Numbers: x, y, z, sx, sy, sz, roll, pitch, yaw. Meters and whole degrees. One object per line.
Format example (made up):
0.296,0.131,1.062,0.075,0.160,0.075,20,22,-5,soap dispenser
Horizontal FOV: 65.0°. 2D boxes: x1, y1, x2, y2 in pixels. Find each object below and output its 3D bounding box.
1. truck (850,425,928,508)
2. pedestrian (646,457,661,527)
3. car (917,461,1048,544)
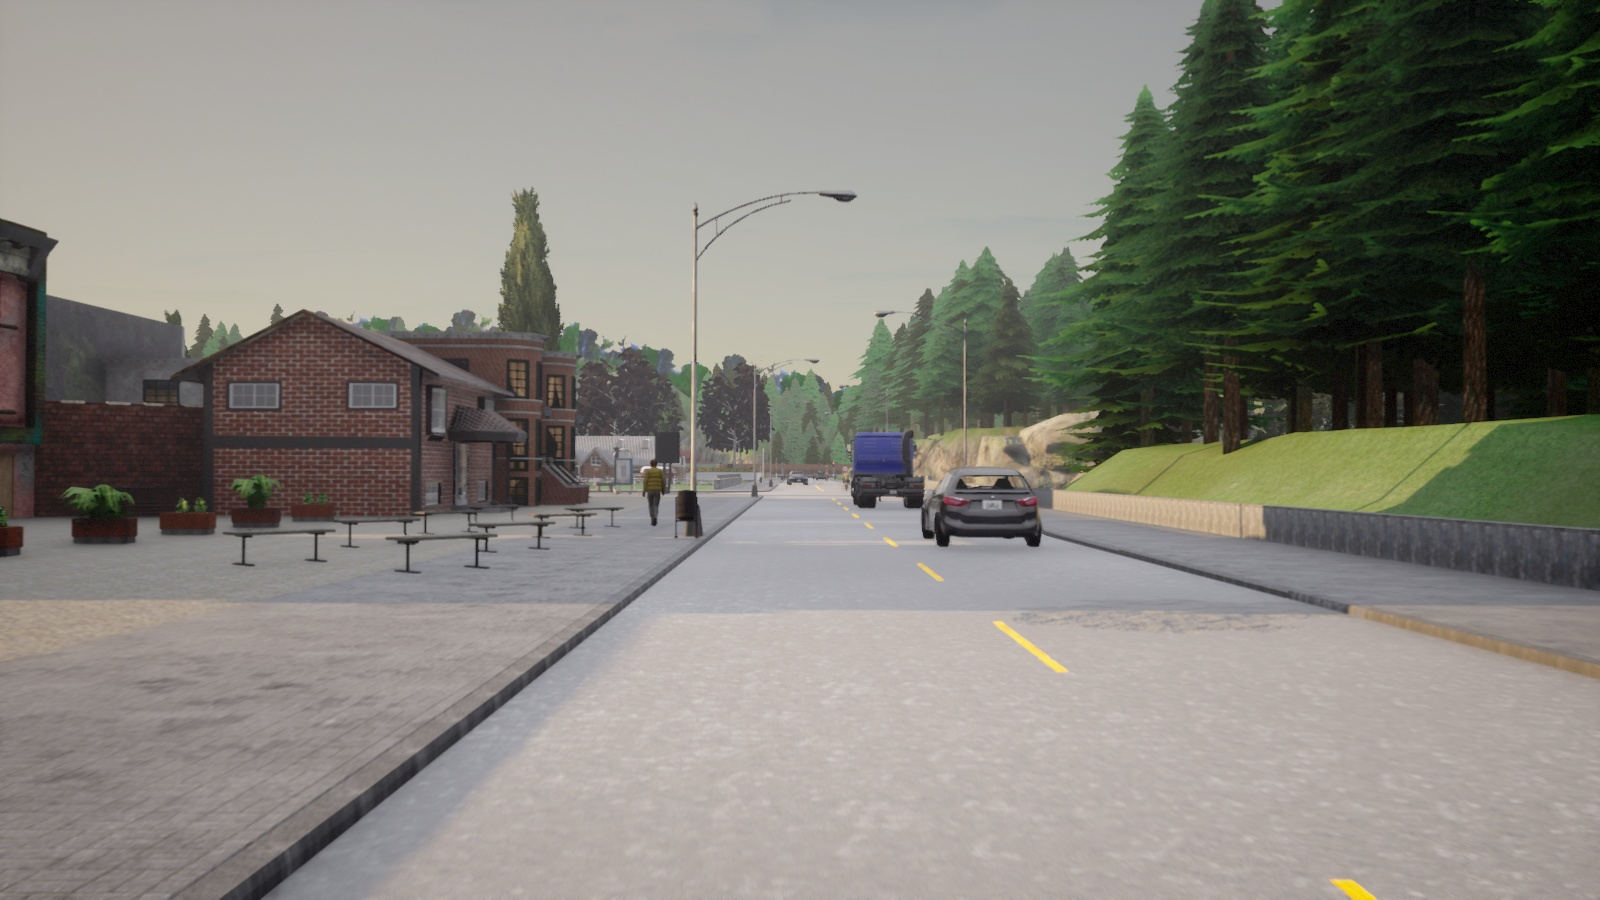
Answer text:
3.866,0.758,56.199,2.891,3.462,7.936,0,-1,0,truck
-3.876,1.097,33.270,0.370,1.835,0.726,0,-1,-8,pedestrian
3.935,1.111,27.916,2.242,1.667,4.611,0,-1,0,car
